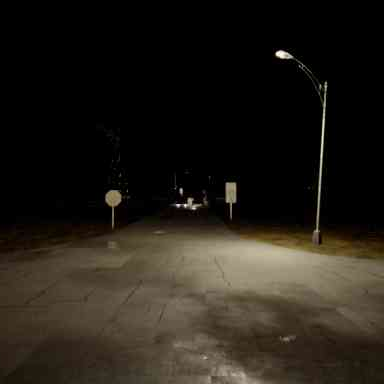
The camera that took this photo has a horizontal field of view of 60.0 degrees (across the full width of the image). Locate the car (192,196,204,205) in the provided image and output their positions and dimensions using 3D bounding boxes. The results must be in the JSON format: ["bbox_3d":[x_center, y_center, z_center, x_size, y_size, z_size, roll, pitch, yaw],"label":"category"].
[{"bbox_3d":[1.007,1.430,54.673,1.994,1.385,4.181,0,0,1],"label":"car"}]

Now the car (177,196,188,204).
[{"bbox_3d":[-1.665,1.394,58.936,2.033,1.411,5.357,0,0,1],"label":"car"}]

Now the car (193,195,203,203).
[{"bbox_3d":[1.192,1.384,64.724,1.994,1.385,4.181,0,0,1],"label":"car"}]
